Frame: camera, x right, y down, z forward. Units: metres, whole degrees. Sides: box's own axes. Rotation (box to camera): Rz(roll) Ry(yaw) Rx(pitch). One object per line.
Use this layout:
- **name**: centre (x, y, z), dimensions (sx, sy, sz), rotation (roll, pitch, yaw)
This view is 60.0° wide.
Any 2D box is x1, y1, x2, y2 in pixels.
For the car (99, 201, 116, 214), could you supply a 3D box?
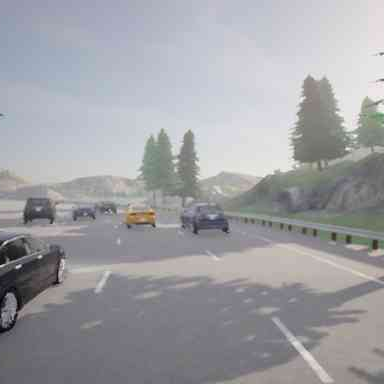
- **car**: centre (-10.292, 1.778, 39.285), dimensions (1.837, 1.490, 4.892), rotation (0, 0, -28)

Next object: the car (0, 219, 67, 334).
- **car**: centre (-4.015, 1.561, 6.757), dimensions (1.837, 1.490, 4.892), rotation (0, 0, -5)

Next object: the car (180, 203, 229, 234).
- **car**: centre (0.644, 1.472, 20.464), dimensions (2.097, 1.767, 4.553), rotation (0, 0, -13)

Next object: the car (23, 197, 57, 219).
- **car**: centre (-12.259, 1.429, 26.997), dimensions (2.150, 2.045, 5.566), rotation (0, 0, -21)

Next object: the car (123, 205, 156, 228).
- **car**: centre (-3.849, 1.634, 23.778), dimensions (1.882, 1.535, 5.008), rotation (0, 0, -16)

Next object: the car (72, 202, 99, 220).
- **car**: centre (-10.097, 1.748, 30.852), dimensions (1.812, 1.442, 4.674), rotation (0, 0, -22)
